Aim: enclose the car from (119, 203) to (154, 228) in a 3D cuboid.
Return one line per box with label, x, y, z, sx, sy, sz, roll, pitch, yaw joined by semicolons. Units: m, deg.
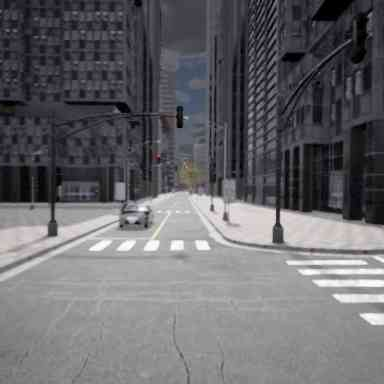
car;-3.650;1.511;22.375;2.128;1.511;4.902;0;0;-1
